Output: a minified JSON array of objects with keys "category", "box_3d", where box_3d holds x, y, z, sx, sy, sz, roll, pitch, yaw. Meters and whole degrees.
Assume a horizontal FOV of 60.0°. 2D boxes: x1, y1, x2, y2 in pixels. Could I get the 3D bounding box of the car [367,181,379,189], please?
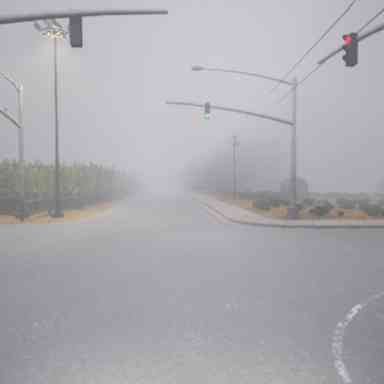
[{"category":"car","box_3d":[42.244,-1.607,77.218,1.905,1.878,3.866,9,10,41]}]
